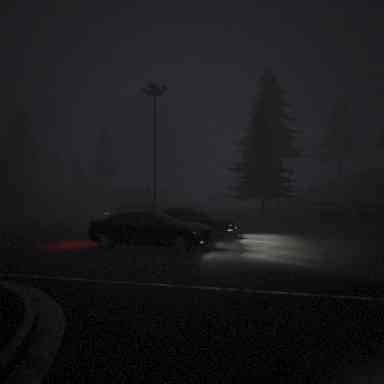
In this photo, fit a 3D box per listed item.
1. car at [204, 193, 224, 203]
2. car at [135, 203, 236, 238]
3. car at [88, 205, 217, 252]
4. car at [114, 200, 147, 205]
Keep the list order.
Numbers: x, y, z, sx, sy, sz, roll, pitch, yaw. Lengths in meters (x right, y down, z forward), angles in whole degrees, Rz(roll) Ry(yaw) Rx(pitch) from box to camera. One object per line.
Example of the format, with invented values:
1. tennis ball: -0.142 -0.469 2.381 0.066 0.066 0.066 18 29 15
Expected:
1. car: 4.687 1.197 69.425 2.150 2.045 5.566 0 0 -33
2. car: -0.239 1.501 16.800 4.892 1.490 1.837 0 0 13
3. car: -1.732 1.474 13.554 5.008 1.535 1.882 0 0 13
4. car: -5.962 1.539 36.432 5.357 1.411 2.033 0 0 -34
